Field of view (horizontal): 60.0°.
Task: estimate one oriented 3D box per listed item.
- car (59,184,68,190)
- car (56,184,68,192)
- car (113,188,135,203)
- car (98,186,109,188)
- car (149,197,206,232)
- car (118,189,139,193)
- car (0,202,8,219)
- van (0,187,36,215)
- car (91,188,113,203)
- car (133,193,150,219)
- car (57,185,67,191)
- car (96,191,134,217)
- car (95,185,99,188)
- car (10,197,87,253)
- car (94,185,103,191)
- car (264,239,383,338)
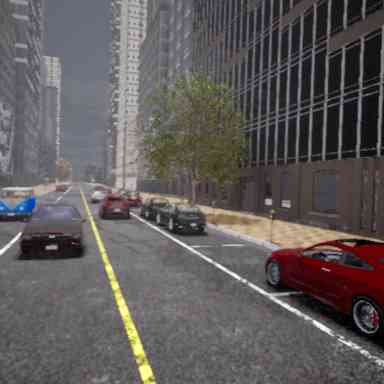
[{"bbox_3d":[-32.527,-1.282,84.468,1.887,1.381,4.507,2,1,-19],"label":"car"},{"bbox_3d":[-26.996,-0.746,68.319,1.887,1.381,4.507,2,1,-19],"label":"car"},{"bbox_3d":[-8.004,0.400,38.735,1.967,1.590,4.097,2,1,-19],"label":"car"},{"bbox_3d":[-15.383,-0.188,60.268,1.887,1.381,4.507,2,1,-19],"label":"car"},{"bbox_3d":[-0.633,1.193,17.206,2.008,1.369,4.403,2,1,-19],"label":"car"},{"bbox_3d":[-6.161,0.572,33.352,1.967,1.590,4.097,2,1,-19],"label":"car"},{"bbox_3d":[-6.714,1.154,9.105,2.008,1.369,4.403,1,1,-19],"label":"car"},{"bbox_3d":[-10.395,0.610,19.867,1.690,1.788,3.998,2,1,-19],"label":"van"},{"bbox_3d":[-10.381,0.508,37.525,1.895,1.301,4.718,1,1,-18],"label":"car"},{"bbox_3d":[-2.477,1.024,22.588,2.008,1.369,4.403,2,1,-19],"label":"car"},{"bbox_3d":[-28.841,-0.887,73.703,1.802,1.307,4.206,2,1,-19],"label":"car"},{"bbox_3d":[-5.375,0.898,22.903,1.812,1.442,4.674,1,1,-19],"label":"car"},{"bbox_3d":[-20.914,-0.698,76.417,1.947,1.339,4.313,2,1,-19],"label":"car"},{"bbox_3d":[-4.921,1.149,12.167,2.033,1.411,5.357,1,1,-19],"label":"car"},{"bbox_3d":[-24.601,-1.056,87.181,1.947,1.339,4.313,2,1,-19],"label":"car"},{"bbox_3d":[3.054,1.554,6.440,1.802,1.307,4.206,1,1,-19],"label":"car"}]
